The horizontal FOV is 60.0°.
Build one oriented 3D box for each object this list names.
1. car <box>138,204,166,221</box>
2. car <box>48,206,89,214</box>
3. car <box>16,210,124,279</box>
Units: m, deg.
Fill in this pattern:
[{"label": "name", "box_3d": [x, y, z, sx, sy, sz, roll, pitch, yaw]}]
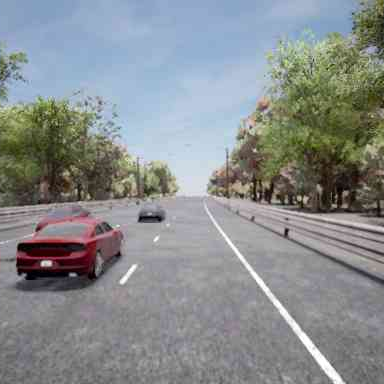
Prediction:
[{"label": "car", "box_3d": [-3.336, 1.711, 28.412, 1.994, 1.385, 4.181, 0, 0, 1]}, {"label": "car", "box_3d": [-6.904, 1.449, 18.466, 1.994, 1.385, 4.181, -4, 6, 1]}, {"label": "car", "box_3d": [-3.418, 1.539, 10.279, 1.882, 1.535, 5.008, 0, 0, 0]}]
